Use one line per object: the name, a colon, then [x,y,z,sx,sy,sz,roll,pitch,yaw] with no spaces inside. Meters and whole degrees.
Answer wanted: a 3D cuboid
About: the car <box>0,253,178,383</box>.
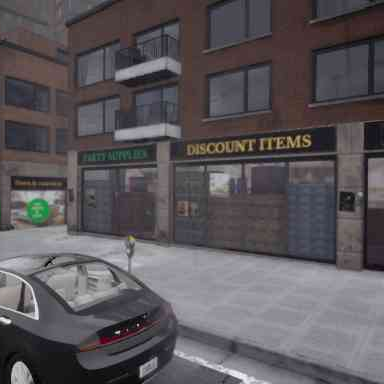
car: [-2.215,1.550,4.664,4.403,1.369,2.008,0,1,36]
